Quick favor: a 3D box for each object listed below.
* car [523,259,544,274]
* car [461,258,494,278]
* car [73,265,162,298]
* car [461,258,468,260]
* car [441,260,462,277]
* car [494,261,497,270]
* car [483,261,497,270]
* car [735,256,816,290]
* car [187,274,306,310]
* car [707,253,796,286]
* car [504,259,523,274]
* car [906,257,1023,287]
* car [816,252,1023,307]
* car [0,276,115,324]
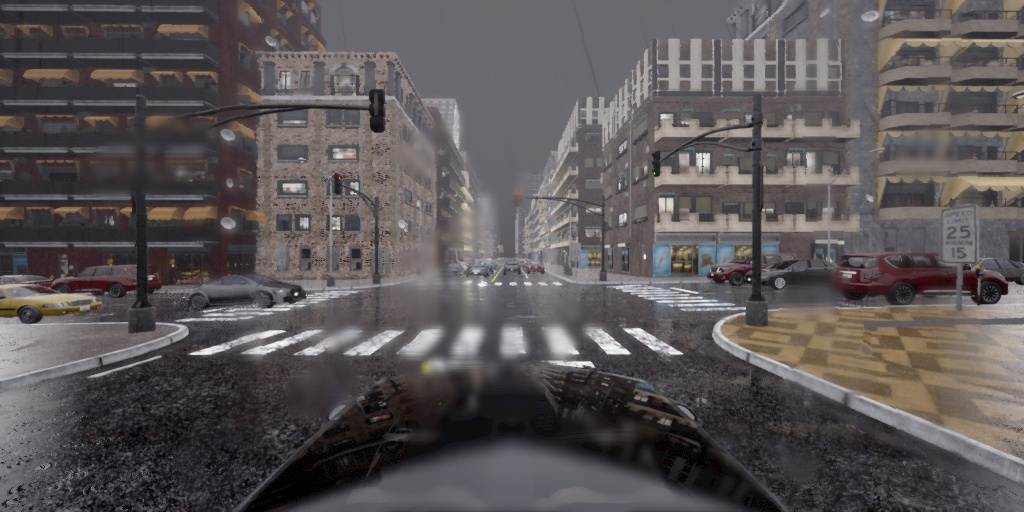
[{"bbox_3d":[2.603,1.198,40.842,1.967,1.591,4.097,0,0,0],"label":"car"},{"bbox_3d":[-3.172,1.247,34.014,2.128,1.511,4.902,0,0,0],"label":"car"},{"bbox_3d":[-23.642,1.462,21.069,5.009,1.841,2.192,0,0,-1],"label":"car"},{"bbox_3d":[-5.777,1.284,40.651,1.751,1.417,4.829,0,0,0],"label":"car"},{"bbox_3d":[-5.765,1.322,35.139,1.948,1.339,4.313,0,0,0],"label":"car"},{"bbox_3d":[-3.192,1.237,43.437,1.882,1.535,5.008,0,0,0],"label":"car"},{"bbox_3d":[-3.207,1.365,53.434,1.895,1.301,4.718,0,0,0],"label":"car"},{"bbox_3d":[14.933,0.947,18.933,4.892,1.490,1.837,-1,0,-1],"label":"car"},{"bbox_3d":[-11.311,1.498,15.446,4.181,1.385,1.994,-1,0,0],"label":"car"},{"bbox_3d":[14.531,0.759,21.520,5.009,1.841,2.192,0,0,-1],"label":"car"},{"bbox_3d":[0.007,1.250,41.250,2.128,1.511,4.902,0,0,0],"label":"car"},{"bbox_3d":[24.723,0.807,19.044,5.357,1.411,2.033,-1,0,-1],"label":"car"},{"bbox_3d":[14.685,0.775,13.141,5.009,1.841,2.192,0,0,-1],"label":"car"},{"bbox_3d":[-17.654,1.585,12.786,4.829,1.417,1.751,0,0,-1],"label":"car"}]
